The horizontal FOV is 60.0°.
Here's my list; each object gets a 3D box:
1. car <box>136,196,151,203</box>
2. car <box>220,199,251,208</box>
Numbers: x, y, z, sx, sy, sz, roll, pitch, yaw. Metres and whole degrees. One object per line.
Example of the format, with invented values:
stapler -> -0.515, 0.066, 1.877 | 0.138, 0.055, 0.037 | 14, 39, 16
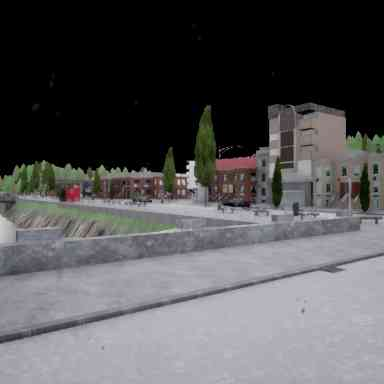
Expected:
car -> -10.192, 1.563, 68.650 | 1.994, 1.385, 4.181 | 0, 0, -35
car -> 5.897, 1.601, 46.084 | 1.895, 1.301, 4.718 | 0, 0, -35
